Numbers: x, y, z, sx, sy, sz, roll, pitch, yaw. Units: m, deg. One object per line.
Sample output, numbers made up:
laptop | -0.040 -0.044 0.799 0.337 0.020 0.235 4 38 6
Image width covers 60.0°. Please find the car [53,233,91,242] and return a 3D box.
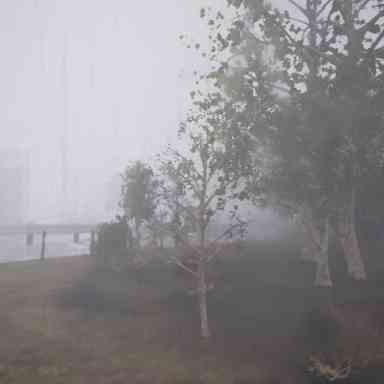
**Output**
car | -7.318 4.413 25.306 5.566 2.045 2.435 1 1 17

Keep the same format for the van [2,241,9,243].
van | -10.824 4.442 20.458 4.442 1.987 1.878 1 1 17

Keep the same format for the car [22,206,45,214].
car | -36.206 4.078 76.049 2.002 1.452 4.674 0 1 19

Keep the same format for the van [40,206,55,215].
van | -29.198 3.917 70.307 1.878 1.987 4.442 1 1 19

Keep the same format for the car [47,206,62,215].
car | -26.822 4.215 68.548 2.002 1.452 4.674 0 1 18

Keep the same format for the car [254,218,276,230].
car | 9.654 4.240 43.938 1.837 1.490 4.892 1 -3 -4

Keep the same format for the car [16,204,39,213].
car | -38.533 3.878 77.954 2.185 1.767 4.553 1 1 19

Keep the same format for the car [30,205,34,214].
car | -33.876 3.946 74.143 2.185 1.767 4.553 0 1 19

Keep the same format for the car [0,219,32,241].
car | -20.638 4.214 35.723 5.566 2.045 2.435 0 0 17

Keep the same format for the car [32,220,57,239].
car | -18.851 4.213 38.083 5.566 2.045 2.435 0 0 17

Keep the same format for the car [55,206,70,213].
car | -24.408 4.204 66.857 1.946 1.575 5.366 0 1 19

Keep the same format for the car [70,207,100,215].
car | -19.759 4.028 62.910 2.435 2.045 5.566 1 1 18

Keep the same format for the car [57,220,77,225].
car | -17.068 4.494 40.453 4.792 1.488 2.163 0 0 17

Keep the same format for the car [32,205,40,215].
car | -31.505 4.106 72.301 2.097 1.535 5.008 1 1 19

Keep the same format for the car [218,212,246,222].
car | 6.235 4.265 53.372 2.150 2.045 5.566 0 -1 -32

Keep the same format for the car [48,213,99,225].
car | -15.338 4.213 42.803 5.566 2.045 2.435 0 0 17
